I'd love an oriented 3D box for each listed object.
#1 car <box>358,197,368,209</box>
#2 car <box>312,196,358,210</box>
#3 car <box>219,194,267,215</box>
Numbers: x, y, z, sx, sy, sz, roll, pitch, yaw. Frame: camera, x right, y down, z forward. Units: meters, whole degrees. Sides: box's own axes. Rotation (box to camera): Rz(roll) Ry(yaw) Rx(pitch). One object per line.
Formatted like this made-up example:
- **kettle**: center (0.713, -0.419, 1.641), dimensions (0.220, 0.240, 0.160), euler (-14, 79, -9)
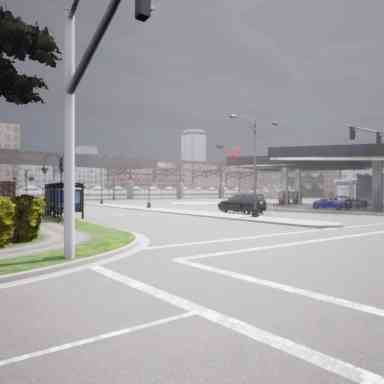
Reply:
- **car**: center (21.152, 1.448, 44.188), dimensions (1.970, 1.475, 3.806), euler (0, 0, -35)
- **car**: center (16.887, 1.288, 40.263), dimensions (2.242, 1.667, 4.611), euler (0, 0, -35)
- **car**: center (5.144, 1.217, 34.222), dimensions (2.150, 2.045, 5.566), euler (0, 0, -35)
